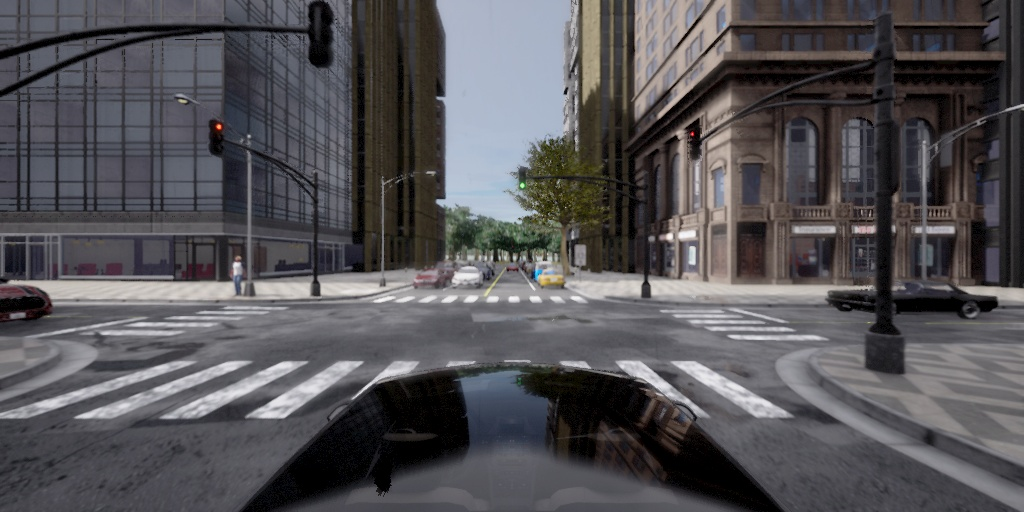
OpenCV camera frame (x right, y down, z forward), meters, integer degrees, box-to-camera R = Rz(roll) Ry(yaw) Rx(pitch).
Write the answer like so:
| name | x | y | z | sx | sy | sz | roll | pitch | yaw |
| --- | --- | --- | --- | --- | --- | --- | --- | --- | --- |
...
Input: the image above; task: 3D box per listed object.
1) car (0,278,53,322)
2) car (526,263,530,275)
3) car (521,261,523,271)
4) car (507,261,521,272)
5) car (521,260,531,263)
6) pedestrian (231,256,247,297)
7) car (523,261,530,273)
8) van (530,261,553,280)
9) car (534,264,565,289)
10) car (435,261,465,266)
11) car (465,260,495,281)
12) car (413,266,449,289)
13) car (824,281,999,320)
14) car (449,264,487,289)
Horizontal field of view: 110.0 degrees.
| name | x | y | z | sx | sy | sz | roll | pitch | yaw |
| --- | --- | --- | --- | --- | --- | --- | --- | --- | --- |
| car | -16.269 | 1.087 | 10.187 | 4.553 | 1.767 | 2.097 | 1 | 0 | 0 |
| car | 2.772 | 1.682 | 36.947 | 1.948 | 1.339 | 4.313 | 0 | 0 | 0 |
| car | 2.777 | 1.816 | 53.984 | 1.888 | 1.381 | 4.507 | 0 | 0 | 0 |
| car | 0.116 | 1.881 | 59.287 | 1.994 | 1.385 | 4.181 | 0 | -1 | 0 |
| car | 2.778 | 1.871 | 59.663 | 2.007 | 1.370 | 4.403 | 0 | 0 | 0 |
| pedestrian | -12.519 | 0.910 | 16.426 | 0.375 | 1.860 | 0.375 | 0 | 0 | 0 |
| car | 2.775 | 1.746 | 48.475 | 1.751 | 1.417 | 4.829 | 0 | 0 | 0 |
| van | 2.770 | 1.402 | 31.267 | 1.690 | 1.789 | 3.998 | 0 | 0 | 0 |
| car | 2.769 | 1.530 | 25.757 | 1.751 | 1.417 | 4.829 | 0 | 0 | 0 |
| car | -5.755 | 1.375 | 31.261 | 2.192 | 1.841 | 5.009 | 0 | 0 | 0 |
| car | -3.089 | 1.446 | 34.713 | 2.097 | 1.767 | 4.553 | 0 | -1 | 0 |
| car | -5.756 | 1.586 | 25.581 | 1.802 | 1.307 | 4.207 | 0 | 0 | 0 |
| car | 14.713 | 1.580 | 13.434 | 4.718 | 1.301 | 1.895 | 0 | 0 | 0 |
| car | -3.090 | 1.532 | 25.832 | 1.812 | 1.442 | 4.674 | 0 | -1 | 0 |
